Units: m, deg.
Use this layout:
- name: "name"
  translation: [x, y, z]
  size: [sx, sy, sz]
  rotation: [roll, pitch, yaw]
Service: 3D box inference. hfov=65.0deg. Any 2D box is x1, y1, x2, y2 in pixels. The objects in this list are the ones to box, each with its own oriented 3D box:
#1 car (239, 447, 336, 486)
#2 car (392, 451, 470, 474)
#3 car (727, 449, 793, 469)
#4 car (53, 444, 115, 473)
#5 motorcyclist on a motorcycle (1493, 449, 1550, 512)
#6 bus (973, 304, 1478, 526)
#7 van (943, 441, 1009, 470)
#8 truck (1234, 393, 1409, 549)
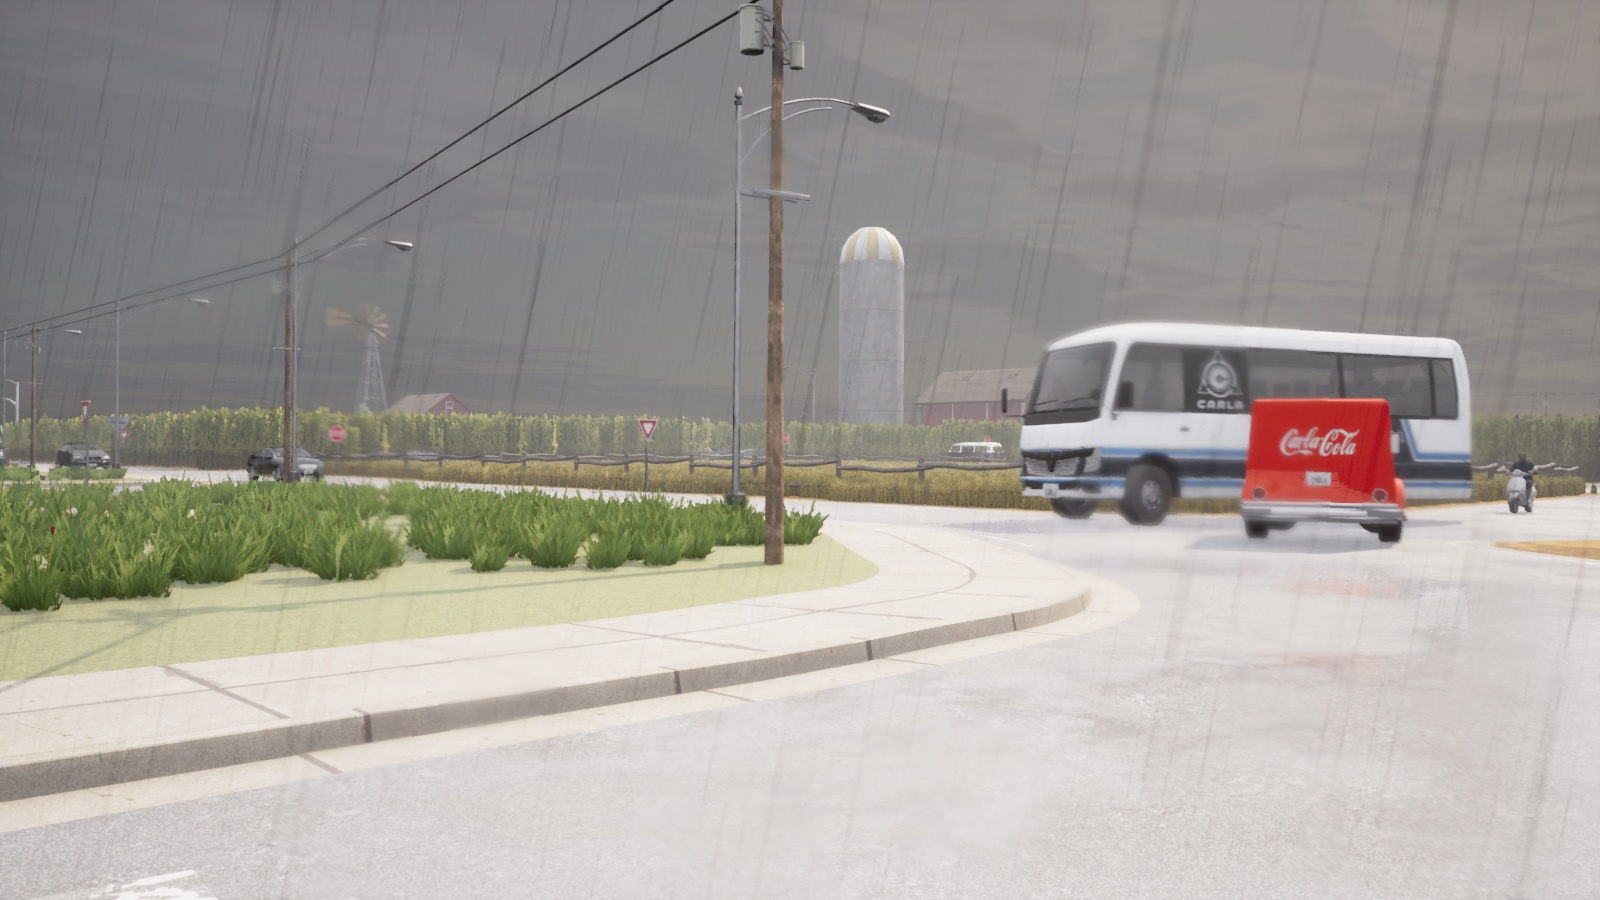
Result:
- name: "car"
  translation: [-21.336, 0.657, 52.161]
  size: [2.128, 1.511, 4.902]
  rotation: [0, 0, -43]
- name: "car"
  translation: [-22.978, 0.771, 78.214]
  size: [4.181, 1.385, 1.994]
  rotation: [0, 0, -44]
- name: "car"
  translation: [-3.066, 0.667, 96.349]
  size: [4.892, 1.490, 1.837]
  rotation: [-1, 0, -38]
- name: "car"
  translation: [-43.082, 0.482, 75.530]
  size: [2.242, 1.667, 4.611]
  rotation: [0, 0, -43]
- name: "motorcyclist on a motorcycle"
  translation: [18.809, 0.779, 32.737]
  size: [0.866, 1.590, 1.817]
  rotation: [0, 0, 44]
- name: "bus"
  translation: [9.335, -0.589, 27.650]
  size: [10.273, 4.253, 3.944]
  rotation: [1, -1, -20]
- name: "van"
  translation: [12.970, 0.393, 92.609]
  size: [2.069, 2.038, 4.480]
  rotation: [0, 1, -42]
- name: "truck"
  translation: [9.538, 0.300, 22.754]
  size: [2.627, 2.467, 5.204]
  rotation: [0, 1, 25]
